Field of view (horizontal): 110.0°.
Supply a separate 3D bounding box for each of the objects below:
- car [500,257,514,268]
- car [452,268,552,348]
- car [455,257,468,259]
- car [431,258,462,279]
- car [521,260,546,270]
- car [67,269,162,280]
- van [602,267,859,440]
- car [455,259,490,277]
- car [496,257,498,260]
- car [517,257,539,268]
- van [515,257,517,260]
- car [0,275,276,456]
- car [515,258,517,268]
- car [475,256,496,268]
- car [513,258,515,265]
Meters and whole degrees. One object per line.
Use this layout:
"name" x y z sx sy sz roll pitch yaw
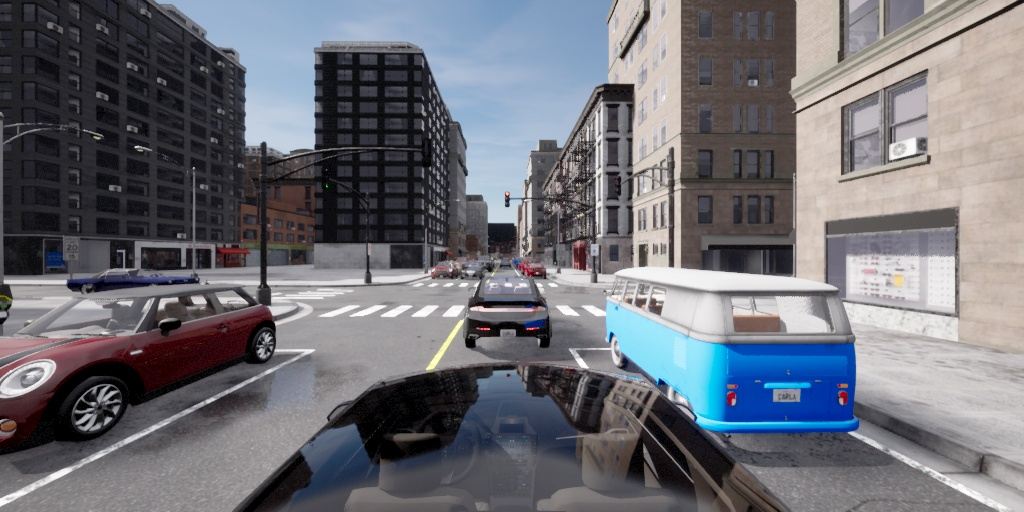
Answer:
"car" -1.131 1.306 62.301 1.994 1.385 4.181 0 0 -1
"car" -0.126 1.241 9.200 2.128 1.511 4.902 0 0 -1
"car" -6.151 1.063 42.806 2.192 1.841 5.009 0 0 -1
"car" -5.947 1.188 31.990 1.967 1.591 4.097 0 0 -1
"car" 2.077 1.294 32.141 1.888 1.381 4.507 0 0 -1
"car" -17.814 1.263 17.114 4.718 1.301 1.895 0 0 -1
"van" 2.584 1.091 5.265 1.690 1.789 3.998 0 0 -1
"car" -3.395 1.240 31.638 2.128 1.511 4.902 0 0 -1
"car" -3.915 1.290 61.439 2.033 1.411 5.357 0 0 -1
"car" 1.975 1.063 37.549 2.192 1.841 5.009 0 0 -1
"van" 1.668 1.086 53.776 1.690 1.789 3.998 0 0 -1
"car" -5.440 1.190 5.114 1.967 1.591 4.097 0 0 -1
"car" 1.770 1.292 48.367 1.888 1.381 4.507 0 0 -1
"car" -3.613 0.971 44.731 2.150 2.045 5.566 0 0 1
"car" 1.566 1.309 59.184 1.948 1.339 4.313 0 0 -1
